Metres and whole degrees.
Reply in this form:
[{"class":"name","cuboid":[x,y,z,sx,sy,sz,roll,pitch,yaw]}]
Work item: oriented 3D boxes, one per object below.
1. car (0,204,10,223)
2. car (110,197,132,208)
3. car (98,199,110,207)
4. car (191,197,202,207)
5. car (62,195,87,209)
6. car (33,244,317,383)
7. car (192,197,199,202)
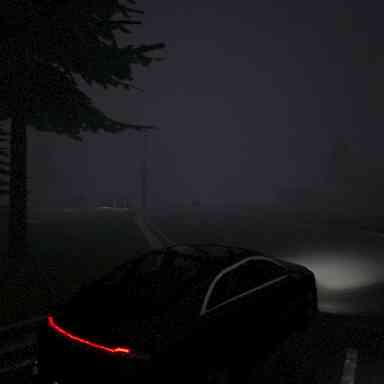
[{"class":"car","cuboid":[-13.979,1.592,23.099,1.837,1.490,4.892,0,-1,17]},{"class":"car","cuboid":[-10.912,1.627,52.399,2.097,1.767,4.553,0,0,0]},{"class":"car","cuboid":[-14.384,1.834,56.594,2.033,1.411,5.357,0,0,1]},{"class":"car","cuboid":[0.803,1.879,57.716,1.812,1.442,4.674,0,0,0]},{"class":"car","cuboid":[-17.923,1.461,51.016,2.150,2.045,5.566,0,0,0]},{"class":"car","cuboid":[0.337,1.521,4.800,2.128,1.511,4.902,1,0,36]},{"class":"car","cuboid":[0.859,2.158,92.328,1.895,1.301,4.718,0,0,0]}]
